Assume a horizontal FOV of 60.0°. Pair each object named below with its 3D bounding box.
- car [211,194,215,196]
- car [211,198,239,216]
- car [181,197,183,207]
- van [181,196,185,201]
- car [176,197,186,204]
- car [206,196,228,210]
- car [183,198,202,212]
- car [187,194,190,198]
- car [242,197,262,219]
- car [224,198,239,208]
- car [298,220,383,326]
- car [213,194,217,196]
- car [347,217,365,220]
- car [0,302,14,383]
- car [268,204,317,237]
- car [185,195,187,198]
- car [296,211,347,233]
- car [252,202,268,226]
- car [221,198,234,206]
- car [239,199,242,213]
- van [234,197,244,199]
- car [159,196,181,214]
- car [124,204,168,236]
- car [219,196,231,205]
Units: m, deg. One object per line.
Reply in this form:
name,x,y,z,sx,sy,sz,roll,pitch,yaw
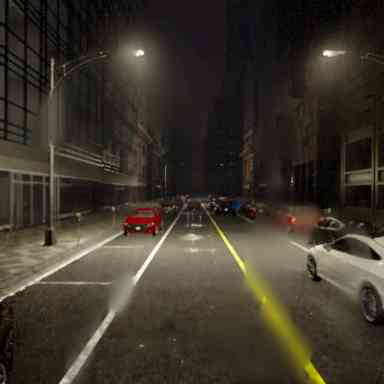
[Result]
car,6.370,1.788,85.877,1.887,1.381,4.507,0,0,0
car,3.303,1.663,33.956,1.994,1.385,4.181,0,0,0
car,-2.480,1.626,41.116,1.887,1.381,4.507,0,0,0
van,-2.398,1.450,52.321,1.690,1.788,3.998,0,0,0
car,-2.278,1.676,68.957,1.752,1.417,4.829,0,0,0
car,3.317,1.673,44.743,2.033,1.411,5.357,0,0,1
car,0.277,1.696,39.964,1.895,1.301,4.718,0,0,0
car,-2.195,1.619,80.331,1.967,1.590,4.097,0,0,0
car,5.964,1.545,29.861,1.967,1.590,4.097,0,0,0
car,6.126,1.705,52.267,1.887,1.381,4.507,0,0,0
car,3.938,1.565,7.001,1.812,1.442,4.674,0,0,0
car,6.289,1.797,74.674,1.802,1.307,4.206,0,0,0
car,5.801,1.367,7.455,2.192,1.841,5.009,0,0,0
car,-2.765,1.554,1.902,1.947,1.339,4.313,0,0,0
car,5.882,1.518,18.658,1.967,1.590,4.097,0,0,0
car,-2.358,1.668,57.923,1.887,1.381,4.507,0,0,0
car,5.842,1.631,13.056,1.947,1.339,4.313,0,0,0
car,5.923,1.658,24.259,1.947,1.339,4.313,0,0,0
car,6.167,1.719,57.869,1.887,1.381,4.507,0,0,0
car,6.004,1.701,35.463,1.802,1.307,4.206,0,0,0
van,6.046,1.474,41.064,1.690,1.788,3.998,0,0,0
car,-2.521,1.508,35.515,1.967,1.590,4.097,0,0,0
car,-2.643,1.572,18.709,1.887,1.381,4.507,0,0,0
car,6.208,1.628,63.471,1.967,1.590,4.097,0,0,0
